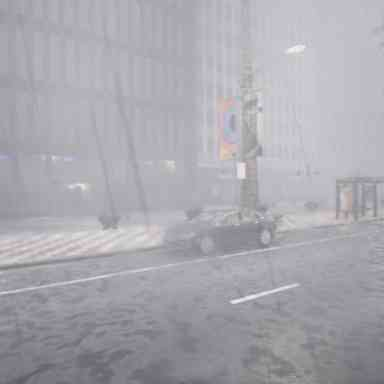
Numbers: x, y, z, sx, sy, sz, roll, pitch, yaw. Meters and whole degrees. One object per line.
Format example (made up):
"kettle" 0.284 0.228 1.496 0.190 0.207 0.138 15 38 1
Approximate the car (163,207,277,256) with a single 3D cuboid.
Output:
"car" 1.205 1.365 12.801 4.892 1.521 2.231 -1 1 -35
